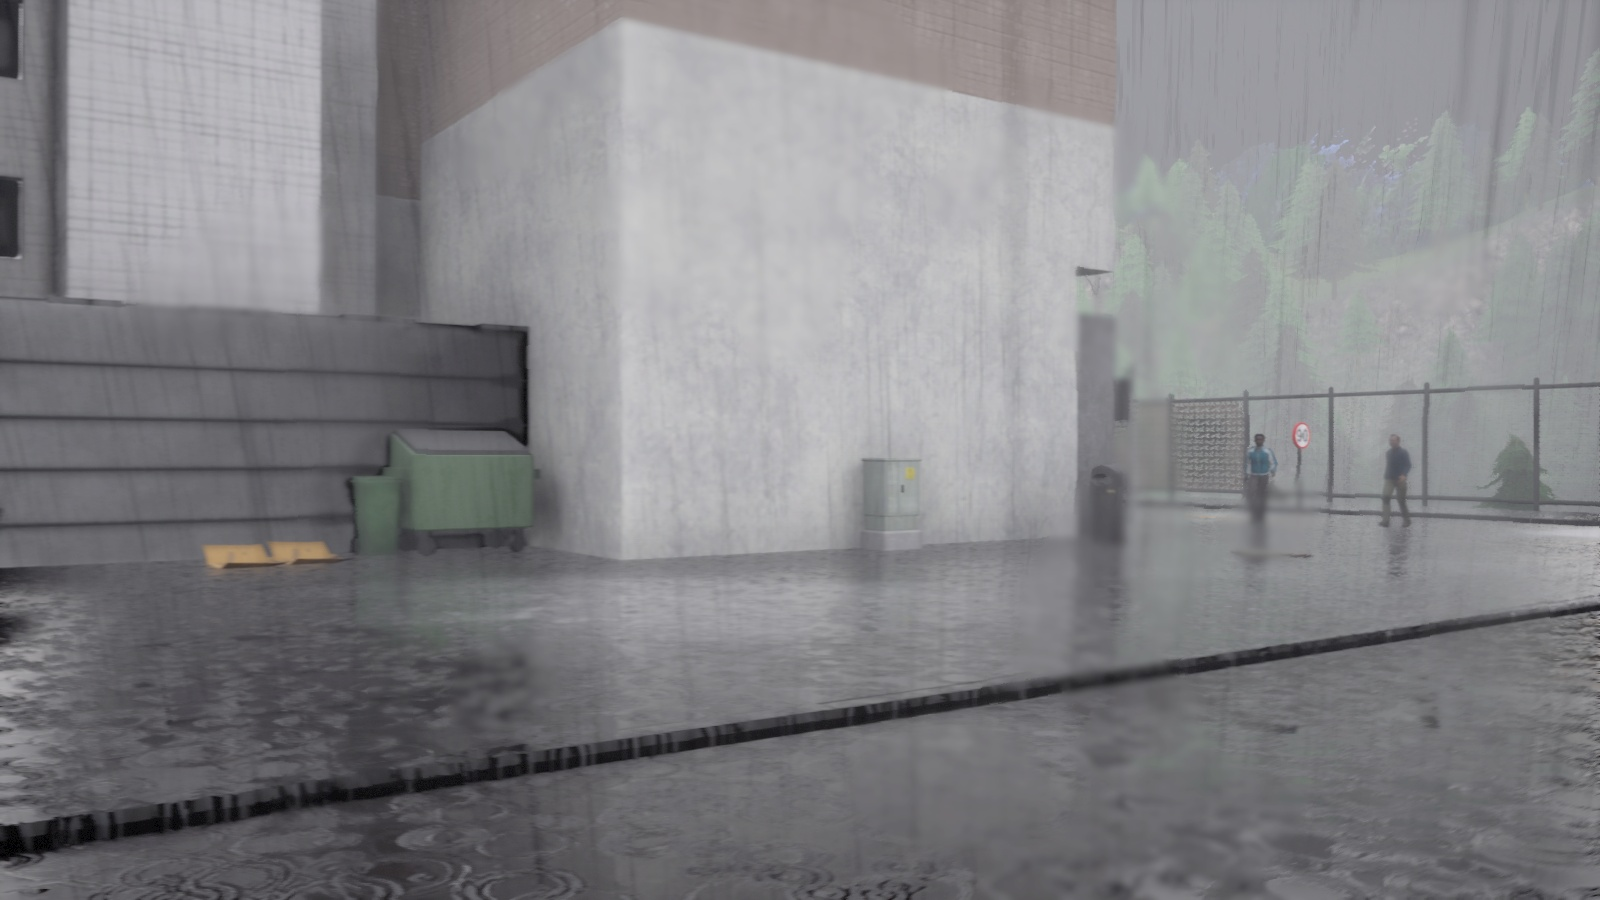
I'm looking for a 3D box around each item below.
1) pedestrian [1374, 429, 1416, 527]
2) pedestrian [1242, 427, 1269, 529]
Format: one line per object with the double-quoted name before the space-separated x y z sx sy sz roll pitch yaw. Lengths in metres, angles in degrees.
"pedestrian" 11.306 0.520 23.874 0.726 1.842 0.402 0 0 -34
"pedestrian" 8.696 0.526 23.960 0.396 1.930 0.692 0 0 27
